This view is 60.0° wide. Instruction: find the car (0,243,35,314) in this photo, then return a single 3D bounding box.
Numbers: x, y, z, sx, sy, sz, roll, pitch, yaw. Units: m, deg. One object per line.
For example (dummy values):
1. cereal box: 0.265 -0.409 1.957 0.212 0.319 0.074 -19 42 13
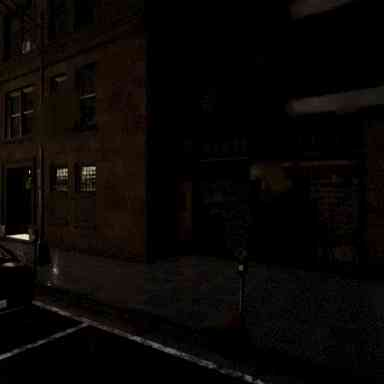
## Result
1. car: -4.816 1.550 6.504 4.403 1.369 2.008 0 0 35
